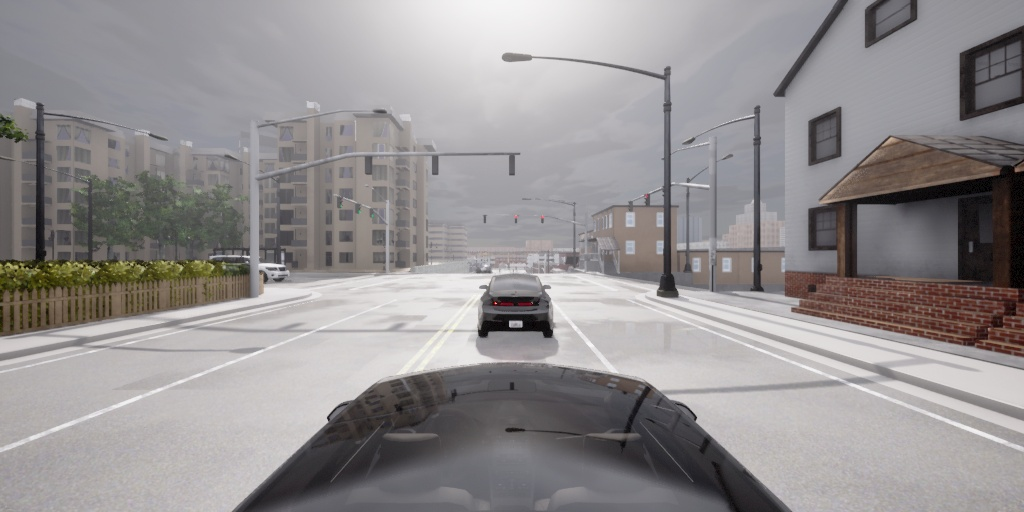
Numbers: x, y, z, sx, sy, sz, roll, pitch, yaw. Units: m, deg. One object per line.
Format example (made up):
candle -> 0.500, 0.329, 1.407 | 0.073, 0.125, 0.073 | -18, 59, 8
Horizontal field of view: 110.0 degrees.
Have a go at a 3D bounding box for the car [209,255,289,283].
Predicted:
car -> -19.946, 0.971, 27.017 | 5.566, 2.045, 2.150 | 0, 0, 1

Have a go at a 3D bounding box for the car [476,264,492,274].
car -> -3.600, 1.754, 47.134 | 2.128, 1.511, 4.902 | 0, -5, 0

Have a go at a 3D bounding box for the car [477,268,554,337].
car -> 0.095, 1.255, 10.319 | 1.837, 1.490, 4.892 | 0, 0, 0
